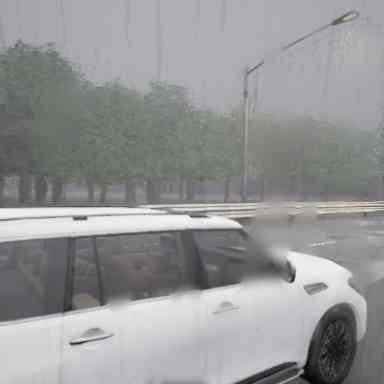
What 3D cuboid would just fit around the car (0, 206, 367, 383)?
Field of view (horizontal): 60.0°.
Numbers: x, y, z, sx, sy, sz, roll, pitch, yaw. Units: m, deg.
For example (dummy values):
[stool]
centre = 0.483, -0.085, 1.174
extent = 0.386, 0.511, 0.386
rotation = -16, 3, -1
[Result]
[car]
centre = -0.401, 1.183, 3.604
extent = 5.566, 2.045, 2.150
rotation = 1, 1, -35
